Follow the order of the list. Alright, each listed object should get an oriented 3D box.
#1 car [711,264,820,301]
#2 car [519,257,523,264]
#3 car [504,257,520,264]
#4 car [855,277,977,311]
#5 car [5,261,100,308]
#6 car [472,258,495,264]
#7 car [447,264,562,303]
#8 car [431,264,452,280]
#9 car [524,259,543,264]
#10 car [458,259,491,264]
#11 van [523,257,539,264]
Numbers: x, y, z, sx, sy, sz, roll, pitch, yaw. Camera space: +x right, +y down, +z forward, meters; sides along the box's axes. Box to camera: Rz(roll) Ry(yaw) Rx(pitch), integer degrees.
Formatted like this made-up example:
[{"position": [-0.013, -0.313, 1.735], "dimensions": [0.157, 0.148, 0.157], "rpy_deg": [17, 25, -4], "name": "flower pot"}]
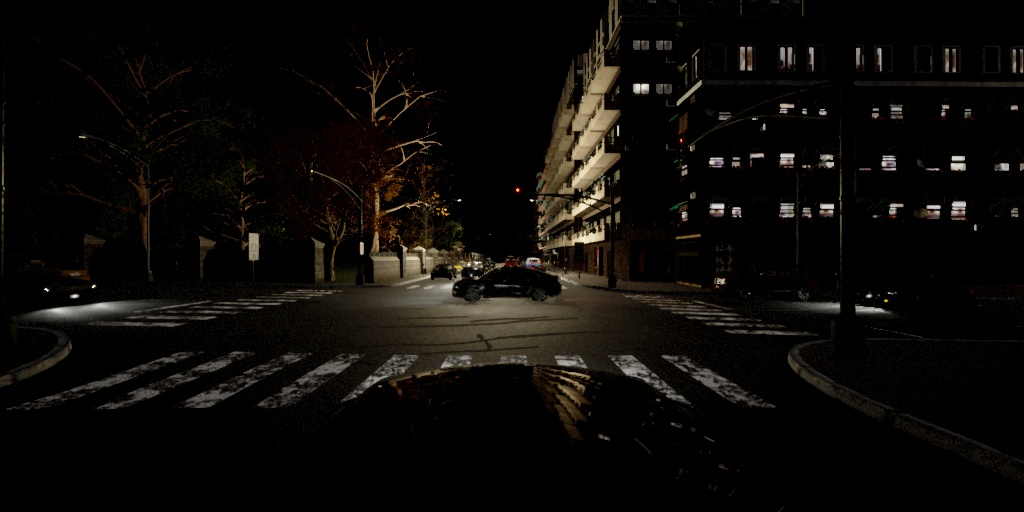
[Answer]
[{"position": [13.359, 1.353, 18.998], "dimensions": [5.009, 1.841, 2.192], "rpy_deg": [0, 0, -1], "name": "car"}, {"position": [2.411, 1.229, 53.801], "dimensions": [1.967, 1.591, 4.097], "rpy_deg": [0, 0, 0], "name": "car"}, {"position": [-0.175, 1.314, 52.917], "dimensions": [1.812, 1.442, 4.674], "rpy_deg": [0, 0, 0], "name": "car"}, {"position": [18.384, 1.683, 16.484], "dimensions": [4.181, 1.385, 1.994], "rpy_deg": [1, 0, -1], "name": "car"}, {"position": [-18.225, 0.996, 12.736], "dimensions": [5.357, 1.411, 2.033], "rpy_deg": [1, 0, -1], "name": "car"}, {"position": [-3.307, 1.278, 41.364], "dimensions": [1.837, 1.490, 4.892], "rpy_deg": [0, 0, 0], "name": "car"}, {"position": [-0.231, 1.254, 16.202], "dimensions": [4.892, 1.490, 1.837], "rpy_deg": [0, 0, -1], "name": "car"}, {"position": [-5.847, 1.329, 31.235], "dimensions": [1.948, 1.339, 4.313], "rpy_deg": [0, 0, 0], "name": "car"}, {"position": [2.503, 1.314, 36.910], "dimensions": [1.888, 1.381, 4.507], "rpy_deg": [0, 0, 0], "name": "car"}, {"position": [-3.250, 1.255, 31.066], "dimensions": [2.128, 1.511, 4.902], "rpy_deg": [0, 0, 0], "name": "car"}, {"position": [2.472, 1.115, 42.541], "dimensions": [1.690, 1.789, 3.998], "rpy_deg": [0, 0, 0], "name": "van"}]
